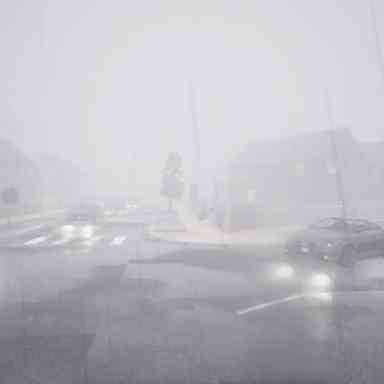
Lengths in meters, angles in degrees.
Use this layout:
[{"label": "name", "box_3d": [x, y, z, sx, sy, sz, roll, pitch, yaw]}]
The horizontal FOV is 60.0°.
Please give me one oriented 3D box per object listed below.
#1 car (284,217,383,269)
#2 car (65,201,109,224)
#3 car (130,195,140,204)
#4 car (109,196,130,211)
[{"label": "car", "box_3d": [5.045, 1.564, 11.262, 4.181, 1.385, 1.994, 0, 0, -35]}, {"label": "car", "box_3d": [-7.456, 1.468, 23.504, 1.994, 1.385, 4.181, 1, 0, -5]}, {"label": "car", "box_3d": [-10.034, 1.328, 57.254, 2.128, 1.511, 4.902, 1, 0, -5]}, {"label": "car", "box_3d": [-8.659, 1.388, 38.741, 1.812, 1.442, 4.674, 1, 0, -4]}]
